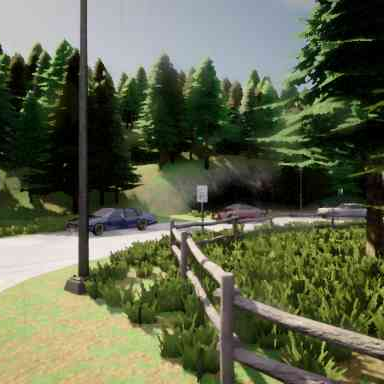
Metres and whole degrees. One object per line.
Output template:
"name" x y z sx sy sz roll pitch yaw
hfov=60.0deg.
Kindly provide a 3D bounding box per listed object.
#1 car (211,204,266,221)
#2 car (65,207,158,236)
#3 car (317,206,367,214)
"car" 3.550 1.591 25.152 4.181 1.385 1.994 0 0 -26
"car" -4.400 1.574 19.122 2.033 1.411 5.357 0 0 41
"car" 13.073 1.628 28.034 4.718 1.301 1.895 0 0 -6
